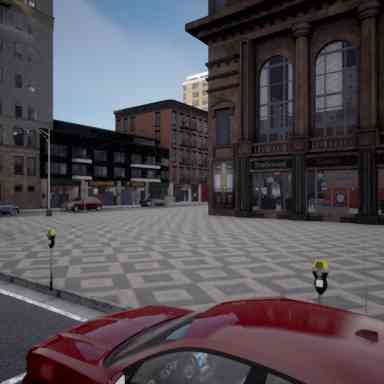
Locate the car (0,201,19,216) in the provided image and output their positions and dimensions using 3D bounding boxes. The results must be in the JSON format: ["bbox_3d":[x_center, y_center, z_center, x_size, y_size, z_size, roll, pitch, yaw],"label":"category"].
[{"bbox_3d":[-18.203,1.521,30.505,1.994,1.385,4.181,0,0,36],"label":"car"}]

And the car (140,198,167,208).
[{"bbox_3d":[-5.482,1.536,47.779,1.994,1.385,4.181,0,0,36],"label":"car"}]

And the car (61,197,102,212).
[{"bbox_3d":[-12.623,1.314,38.086,2.097,1.767,4.553,0,0,36],"label":"car"}]

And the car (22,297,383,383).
[{"bbox_3d":[0.485,1.545,2.500,4.507,1.381,1.887,0,0,35],"label":"car"}]
